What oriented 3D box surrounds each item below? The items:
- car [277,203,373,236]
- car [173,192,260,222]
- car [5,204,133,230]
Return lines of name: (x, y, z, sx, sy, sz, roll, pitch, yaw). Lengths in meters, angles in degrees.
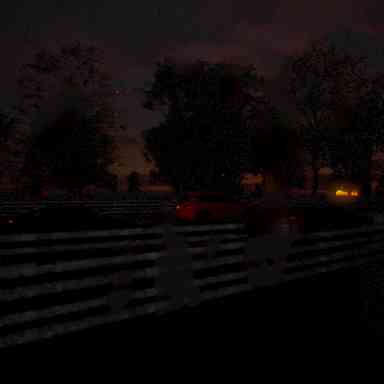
car: (6.184, 1.284, 15.301, 4.892, 1.490, 1.837, 0, 0, -26)
car: (1.567, 0.994, 20.846, 5.566, 2.045, 2.150, 0, 0, -26)
car: (-4.878, 1.260, 13.699, 4.892, 1.490, 1.837, 0, 0, -27)
